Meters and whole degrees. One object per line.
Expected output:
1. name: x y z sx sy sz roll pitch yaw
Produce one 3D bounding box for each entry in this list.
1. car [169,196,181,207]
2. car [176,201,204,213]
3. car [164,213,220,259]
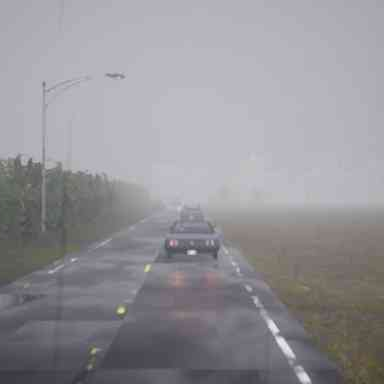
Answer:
1. car: -3.295 1.803 64.769 2.150 2.045 5.566 0 0 -3
2. car: 0.017 1.763 28.482 2.128 1.511 4.902 0 0 0
3. car: 0.014 1.729 13.227 1.895 1.301 4.718 0 -1 0
